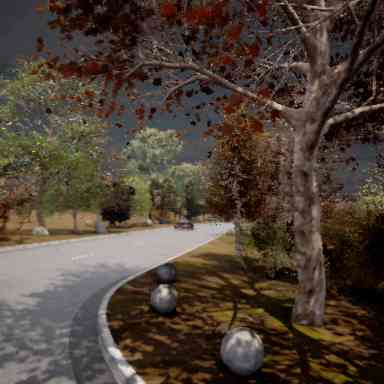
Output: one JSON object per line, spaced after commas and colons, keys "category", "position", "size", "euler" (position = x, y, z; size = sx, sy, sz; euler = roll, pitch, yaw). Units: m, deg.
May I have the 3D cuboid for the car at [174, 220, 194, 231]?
{"category": "car", "position": [-1.028, 4.376, 44.256], "size": [1.994, 1.385, 4.181], "euler": [2, -4, 12]}
